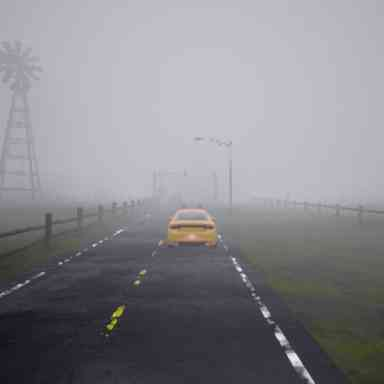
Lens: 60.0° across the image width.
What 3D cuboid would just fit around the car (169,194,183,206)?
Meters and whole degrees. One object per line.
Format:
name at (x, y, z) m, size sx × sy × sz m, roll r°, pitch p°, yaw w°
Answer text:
car at (-2.750, 1.358, 57.581) m, size 2.150 × 2.045 × 5.566 m, roll 0°, pitch 0°, yaw 0°

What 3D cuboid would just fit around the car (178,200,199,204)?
car at (0.000, 1.629, 29.685) m, size 1.895 × 1.301 × 4.718 m, roll 0°, pitch 0°, yaw 0°

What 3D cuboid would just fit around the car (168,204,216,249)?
car at (0.000, 1.489, 14.652) m, size 1.882 × 1.535 × 5.008 m, roll 0°, pitch 0°, yaw 0°
